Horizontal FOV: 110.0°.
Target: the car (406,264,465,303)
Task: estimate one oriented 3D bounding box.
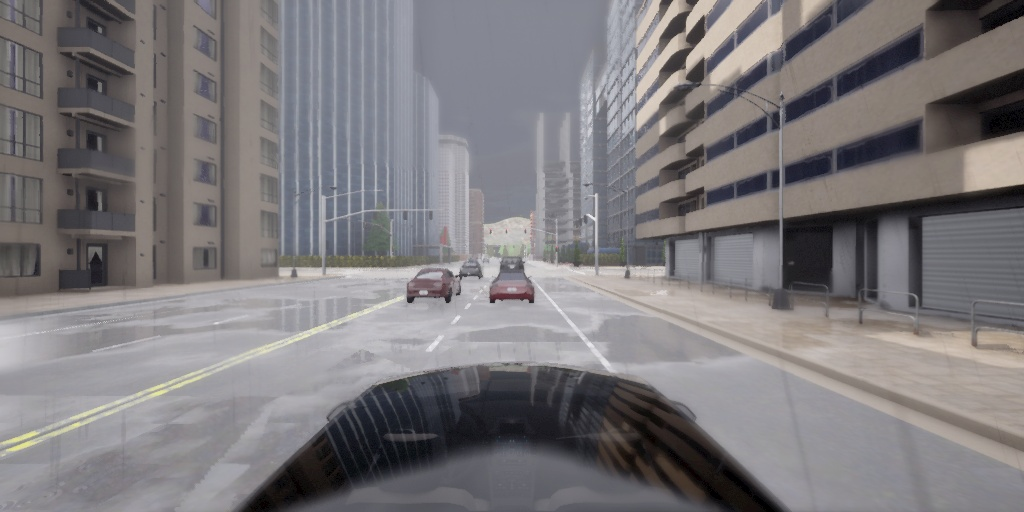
[{"bbox_3d":[-3.500,1.282,16.500,1.812,1.442,4.674,0,0,0],"label":"car"}]

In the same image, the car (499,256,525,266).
[{"bbox_3d":[0.000,1.007,31.530,2.150,2.045,5.566,0,0,0],"label":"car"}]

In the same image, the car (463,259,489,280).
[{"bbox_3d":[-3.500,1.244,31.500,2.128,1.511,4.902,0,0,0],"label":"car"}]

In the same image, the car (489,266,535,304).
[{"bbox_3d":[0.000,1.321,16.500,1.994,1.385,4.181,0,0,0],"label":"car"}]
